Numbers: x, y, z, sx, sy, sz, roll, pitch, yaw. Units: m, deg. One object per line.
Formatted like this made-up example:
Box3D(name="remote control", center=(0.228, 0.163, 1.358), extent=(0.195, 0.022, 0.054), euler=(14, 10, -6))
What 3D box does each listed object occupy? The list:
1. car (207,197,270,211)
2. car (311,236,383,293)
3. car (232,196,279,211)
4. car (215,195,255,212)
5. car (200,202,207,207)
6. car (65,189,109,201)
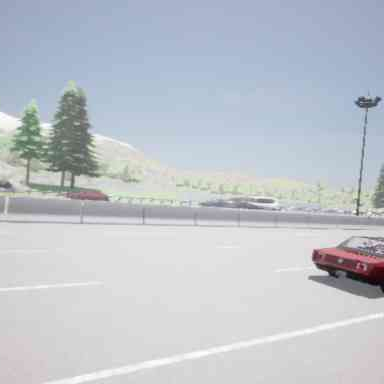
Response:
Box3D(name="car", center=(4.144, 1.572, 29.442), extent=(5.008, 1.535, 1.882), euler=(5, 1, -31))
Box3D(name="car", center=(5.826, 2.010, 9.857), extent=(4.718, 1.301, 1.895), euler=(5, 1, -31))
Box3D(name="car", center=(6.676, 1.486, 35.012), extent=(5.566, 2.045, 2.150), euler=(5, 1, -31))
Box3D(name="car", center=(5.509, 1.451, 42.451), extent=(4.553, 1.767, 2.097), euler=(5, 1, -31))
Box3D(name="car", center=(2.959, 1.492, 36.880), extent=(4.181, 1.385, 1.994), euler=(5, 1, -31))
Box3D(name="car", center=(-10.369, 0.374, 32.986), extent=(4.181, 1.385, 1.994), euler=(5, 1, -31))
